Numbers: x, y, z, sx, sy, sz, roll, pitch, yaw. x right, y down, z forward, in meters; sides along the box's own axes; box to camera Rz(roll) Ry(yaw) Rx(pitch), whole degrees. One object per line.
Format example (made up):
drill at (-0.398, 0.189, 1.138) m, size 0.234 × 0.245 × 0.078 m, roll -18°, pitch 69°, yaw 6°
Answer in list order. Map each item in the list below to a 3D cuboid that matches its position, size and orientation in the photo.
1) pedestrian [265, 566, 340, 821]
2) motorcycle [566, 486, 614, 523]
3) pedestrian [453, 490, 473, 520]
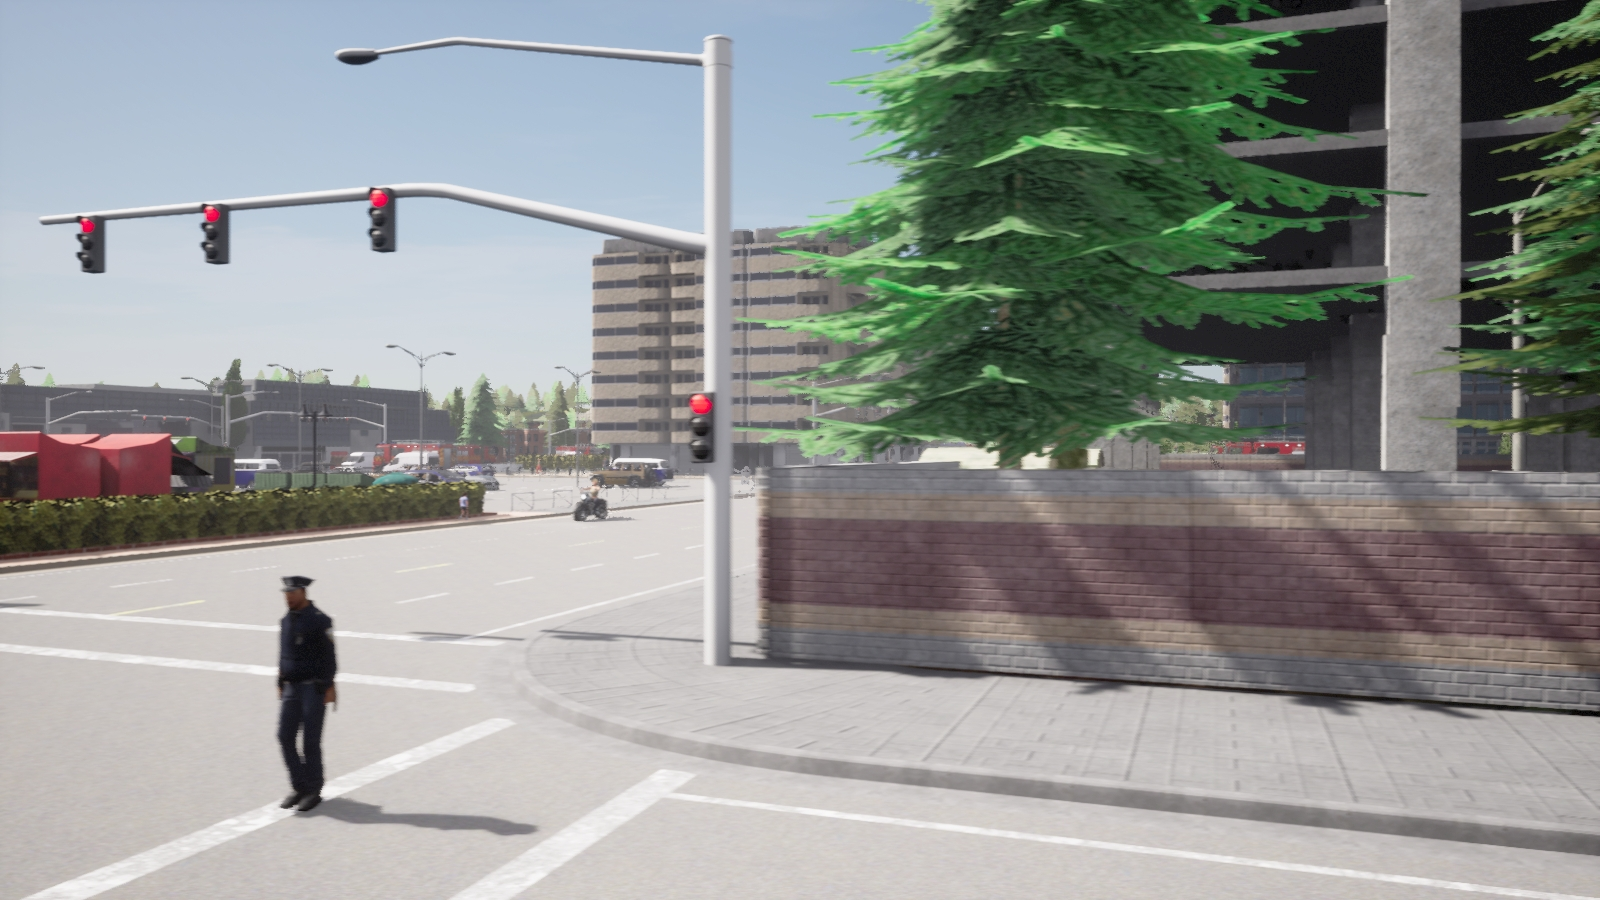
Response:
pedestrian at (-3.822, 1.849, 8.787) m, size 0.375 × 1.860 × 0.375 m, roll 0°, pitch 0°, yaw 20°
motorcycle at (-8.086, 2.100, 44.158) m, size 0.764 × 1.307 × 2.356 m, roll 0°, pitch 0°, yaw 20°
pedestrian at (-12.383, 2.021, 42.018) m, size 0.500 × 1.100 × 0.500 m, roll 0°, pitch 0°, yaw 18°
